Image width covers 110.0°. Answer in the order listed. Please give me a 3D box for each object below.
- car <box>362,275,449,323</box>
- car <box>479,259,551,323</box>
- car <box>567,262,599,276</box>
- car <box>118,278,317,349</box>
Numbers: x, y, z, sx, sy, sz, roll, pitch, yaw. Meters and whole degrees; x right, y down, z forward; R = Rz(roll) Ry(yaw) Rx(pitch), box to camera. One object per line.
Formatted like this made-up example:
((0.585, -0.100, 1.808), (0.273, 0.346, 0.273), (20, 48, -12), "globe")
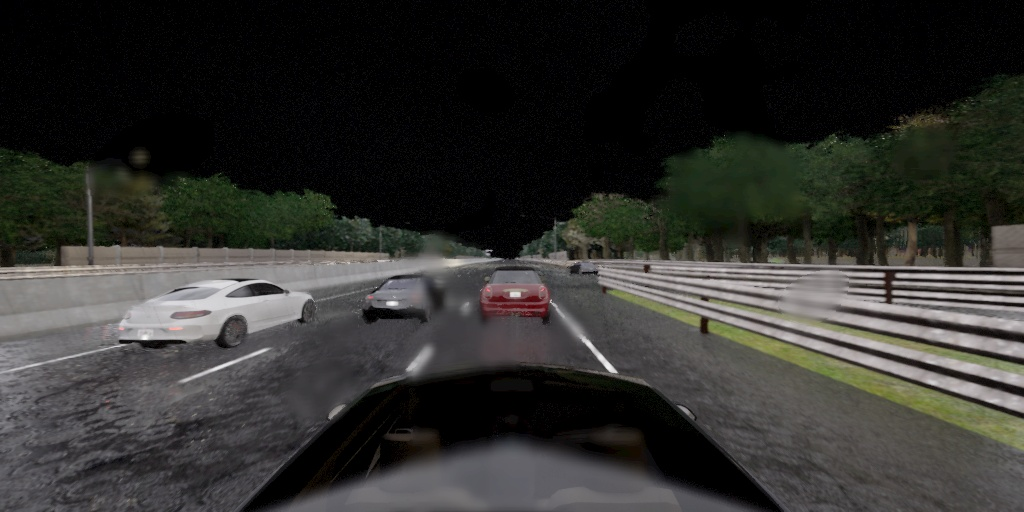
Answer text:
((-3.404, 1.323, 12.200), (1.994, 1.385, 4.181), (0, 0, 0), "car")
((0.097, 1.111, 12.235), (2.097, 1.767, 4.553), (0, 0, 0), "car")
((7.256, 1.287, 37.042), (1.994, 1.385, 4.181), (-2, 0, -15), "car")
((-6.903, 1.282, 9.058), (1.812, 1.442, 4.674), (0, 0, 0), "car")
